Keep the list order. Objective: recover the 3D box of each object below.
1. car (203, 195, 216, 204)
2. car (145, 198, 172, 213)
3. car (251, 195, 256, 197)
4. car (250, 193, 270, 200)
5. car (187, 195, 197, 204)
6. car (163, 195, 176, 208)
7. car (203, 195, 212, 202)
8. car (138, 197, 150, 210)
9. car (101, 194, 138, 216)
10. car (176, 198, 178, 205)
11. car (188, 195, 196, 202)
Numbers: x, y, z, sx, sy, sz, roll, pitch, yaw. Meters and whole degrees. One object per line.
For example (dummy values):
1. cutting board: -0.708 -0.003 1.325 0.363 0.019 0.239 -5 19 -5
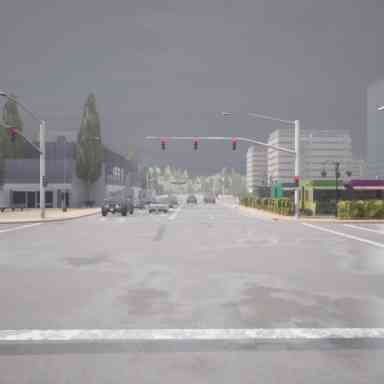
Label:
1. car: 3.486 1.491 63.663 2.128 1.511 4.902 0 0 0
2. car: -3.609 1.601 36.785 1.895 1.301 4.718 0 0 0
3. car: 17.770 1.156 83.939 3.866 1.878 1.905 0 0 -2
4. car: 17.750 1.153 86.834 4.605 1.855 1.932 0 0 -2
5. car: -0.014 1.491 63.662 2.128 1.511 4.902 0 0 0
6. car: -3.608 1.506 46.382 1.837 1.490 4.892 0 0 0
7. car: 3.484 1.397 73.938 1.812 1.442 4.674 0 0 0
8. car: -7.109 1.491 42.331 2.128 1.511 4.902 0 0 0
9. car: -7.121 1.221 32.443 2.150 2.045 5.566 0 0 1
10. car: -3.592 1.352 57.656 2.097 1.767 4.553 0 0 0
11. car: -0.016 1.372 73.936 1.837 1.490 4.892 0 0 0
